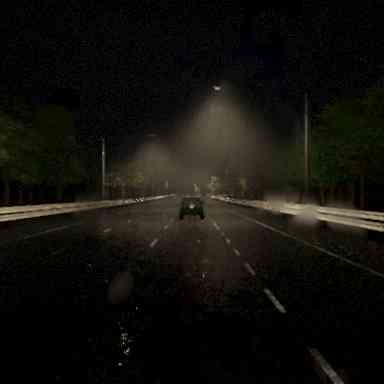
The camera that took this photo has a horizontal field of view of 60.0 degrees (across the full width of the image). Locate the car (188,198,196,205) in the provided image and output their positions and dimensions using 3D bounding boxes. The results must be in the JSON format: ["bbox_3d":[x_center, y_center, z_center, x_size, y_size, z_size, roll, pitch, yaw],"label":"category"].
[{"bbox_3d":[-0.046,2.065,74.840,1.812,1.442,4.674,0,0,0],"label":"car"}]

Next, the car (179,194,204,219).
[{"bbox_3d":[-0.023,1.453,31.760,2.150,2.045,5.566,0,0,0],"label":"car"}]

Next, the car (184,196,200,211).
[{"bbox_3d":[-0.032,1.589,48.912,2.150,2.045,5.566,0,0,0],"label":"car"}]
